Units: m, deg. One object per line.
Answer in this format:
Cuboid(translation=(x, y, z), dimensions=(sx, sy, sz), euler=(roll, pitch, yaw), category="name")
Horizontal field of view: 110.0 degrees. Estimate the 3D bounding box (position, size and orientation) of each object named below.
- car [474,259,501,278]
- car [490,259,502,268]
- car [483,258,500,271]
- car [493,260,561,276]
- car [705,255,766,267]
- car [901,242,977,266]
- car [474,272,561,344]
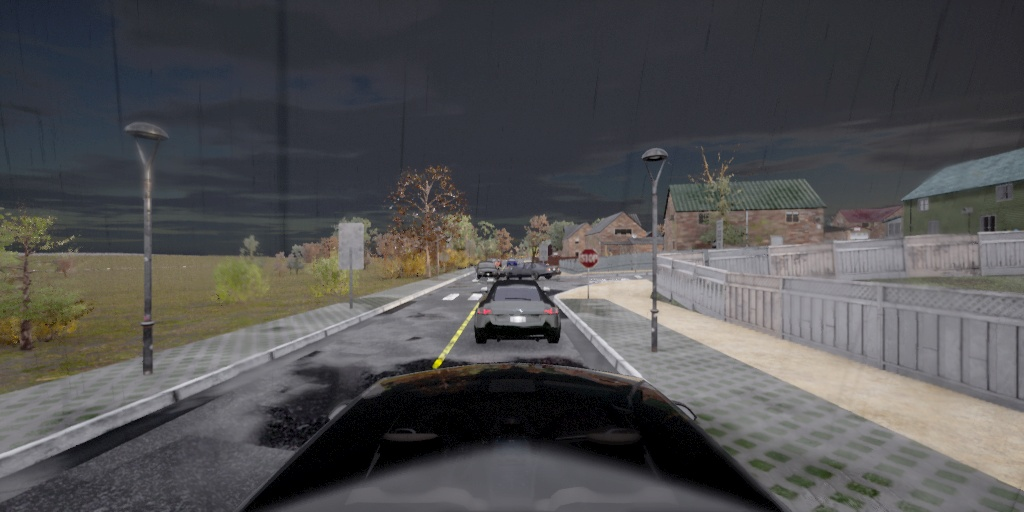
Cuboid(translation=(-2.256, 1.250, 31.532), dimensions=(1.837, 1.490, 4.892), euler=(0, 0, -8), category="car")
Cuboid(translation=(-2.824, 1.243, 64.839), dimensions=(1.882, 1.535, 5.008), euler=(0, 0, 0), category="car")
Cuboid(translation=(-2.856, 1.108, 51.350), dimensions=(2.097, 1.767, 4.553), euler=(0, 0, 1), category="car")
Cuboid(translation=(1.332, 1.190, 28.621), dimensions=(5.357, 1.411, 2.033), euler=(-4, -3, 43), category="car")
Cuboid(translation=(14.383, 0.407, 22.999), dimensions=(4.181, 1.385, 1.994), euler=(-3, 0, 16), category="car")
Cuboid(translation=(23.973, -0.218, 20.556), dimensions=(4.902, 1.511, 2.128), euler=(-3, 0, 14), category="car")
Cuboid(translation=(0.100, 1.311, 9.606), dimensions=(1.994, 1.385, 4.181), euler=(0, 0, -1), category="car")
